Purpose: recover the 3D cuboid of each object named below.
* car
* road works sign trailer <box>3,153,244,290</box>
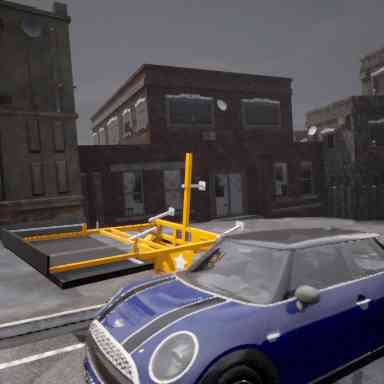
[{"bbox_3d":[0.998,1.343,4.408,4.553,1.767,2.097,0,0,-33],"label":"car"},{"bbox_3d":[-1.064,0.691,5.834,3.560,2.880,2.380,-2,7,-44],"label":"road works sign trailer"}]
